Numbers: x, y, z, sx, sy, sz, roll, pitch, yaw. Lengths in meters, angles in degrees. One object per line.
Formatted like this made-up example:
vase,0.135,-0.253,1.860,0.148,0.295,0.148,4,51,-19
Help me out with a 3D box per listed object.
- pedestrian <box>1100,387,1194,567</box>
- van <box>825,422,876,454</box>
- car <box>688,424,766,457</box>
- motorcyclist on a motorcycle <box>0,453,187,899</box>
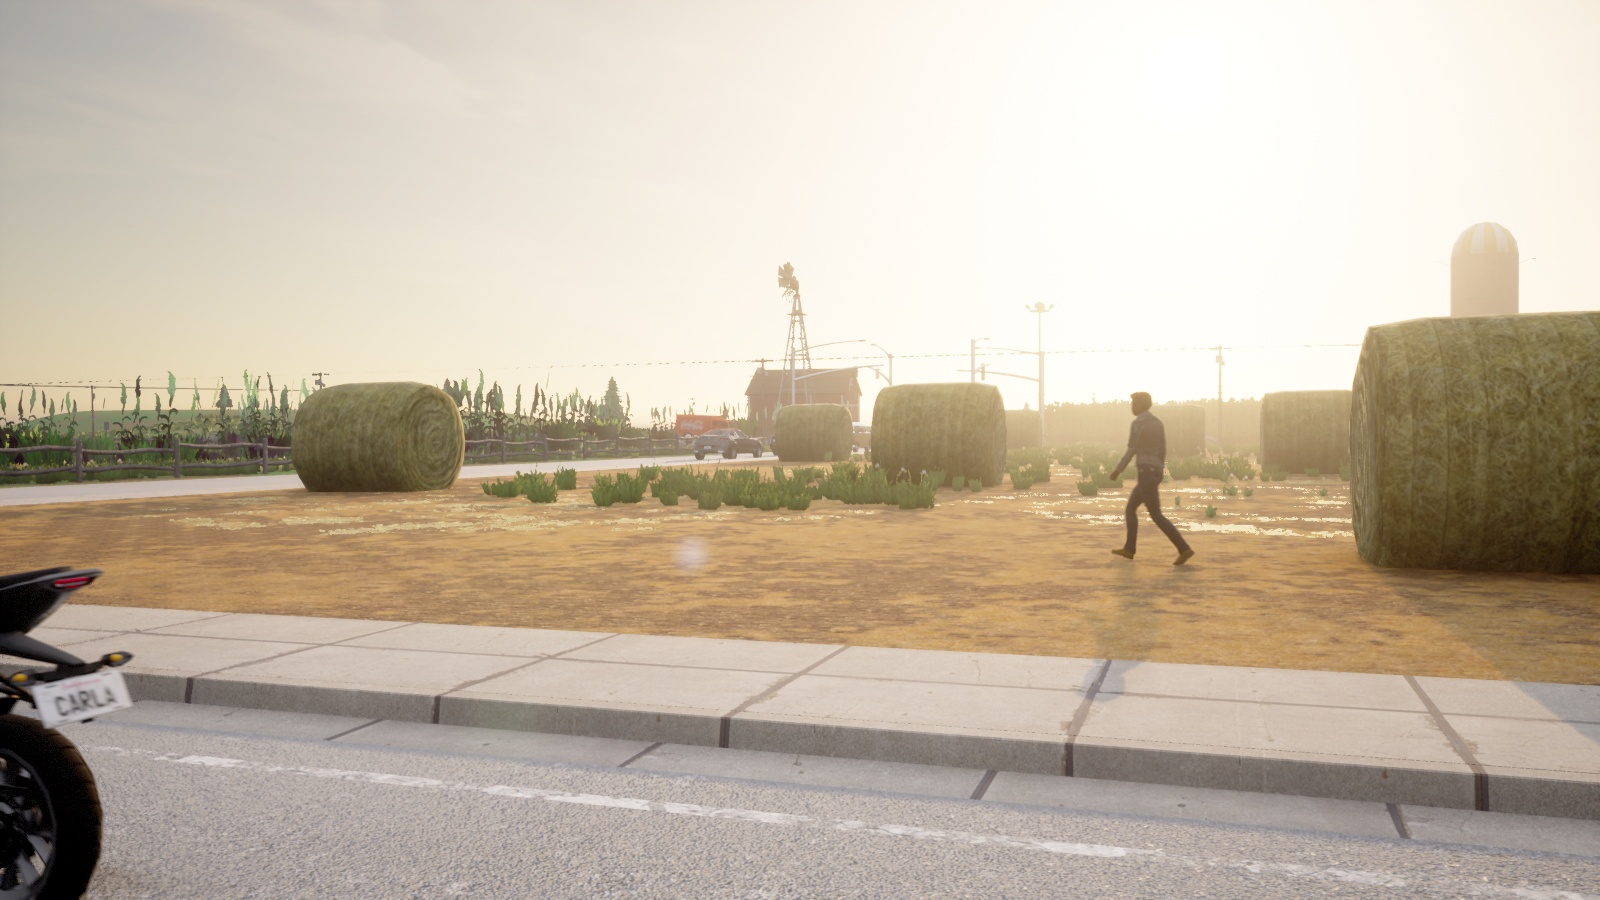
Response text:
pedestrian,3.573,0.264,12.959,0.869,1.805,0.328,1,1,44
van,3.459,-0.823,84.409,2.069,2.038,4.480,1,1,21
car,-3.765,-0.500,65.967,2.152,1.651,5.027,1,1,21
motorcyclist on a motorcycle,-3.314,0.780,4.309,2.191,1.530,0.866,1,1,19
